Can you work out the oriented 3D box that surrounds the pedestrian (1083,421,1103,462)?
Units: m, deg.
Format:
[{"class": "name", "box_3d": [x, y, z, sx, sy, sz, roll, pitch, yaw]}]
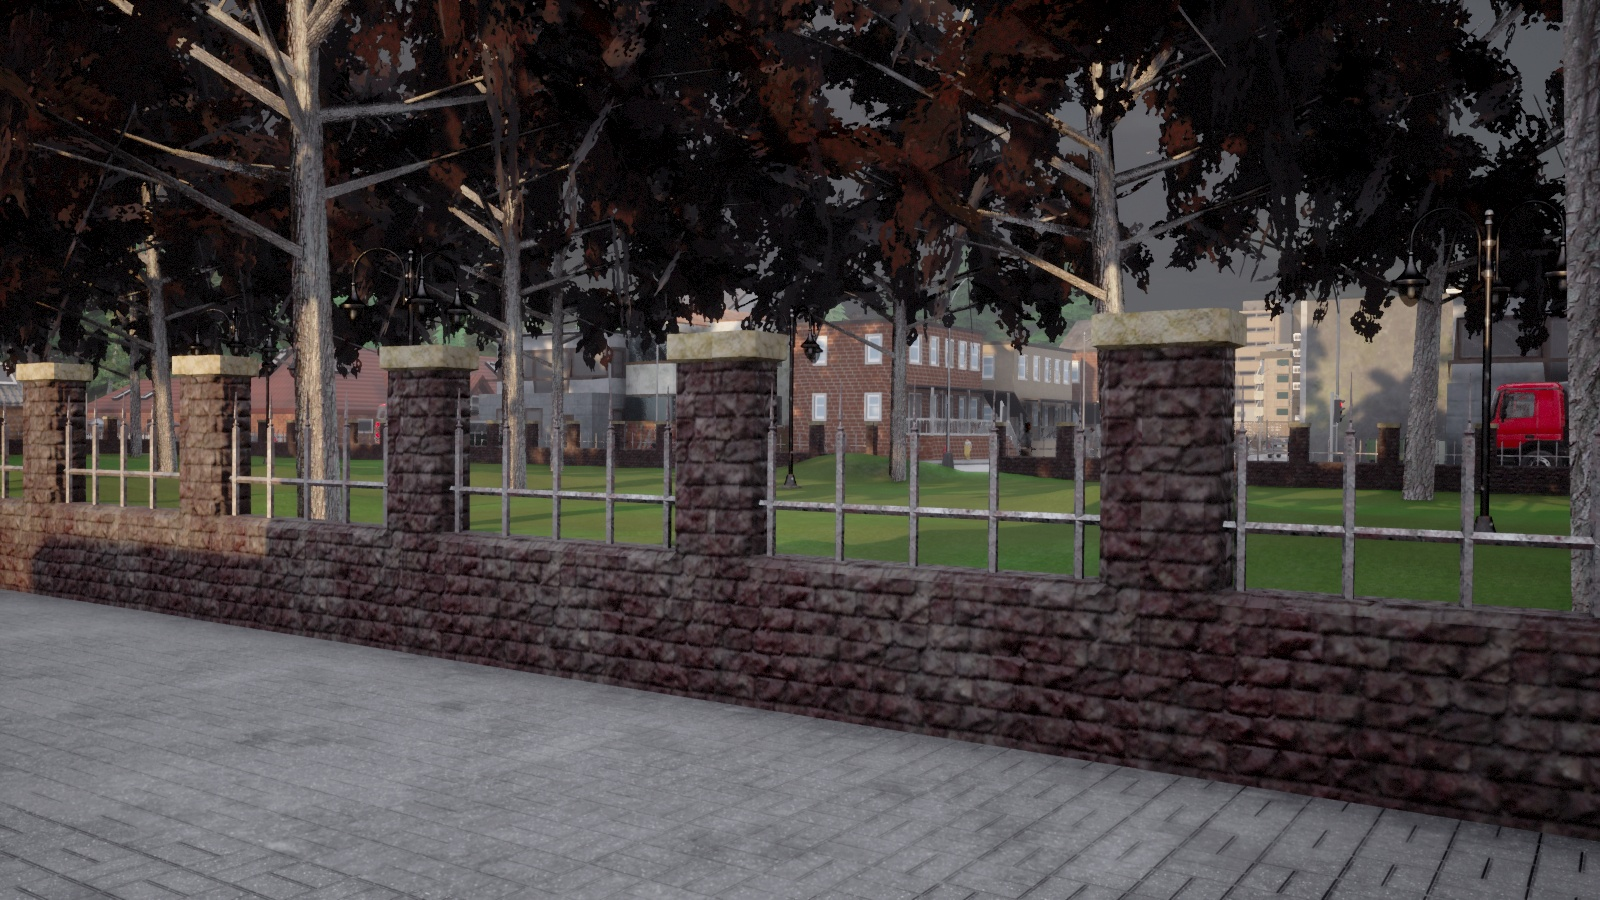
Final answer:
[{"class": "pedestrian", "box_3d": [14.009, -0.426, 60.084, 0.873, 1.952, 0.659, 0, 1, 7]}]

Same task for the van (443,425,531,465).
[{"class": "van", "box_3d": [-16.087, -0.249, 64.518, 4.442, 1.987, 1.775, 0, 1, 33]}]

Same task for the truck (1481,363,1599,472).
[{"class": "truck", "box_3d": [26.780, -1.050, 40.767, 7.936, 3.462, 2.891, 0, 1, 34]}]

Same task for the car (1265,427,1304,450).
[{"class": "car", "box_3d": [34.099, -0.804, 88.297, 1.789, 1.549, 3.705, 0, 1, 34]}]

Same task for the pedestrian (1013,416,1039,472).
[{"class": "pedestrian", "box_3d": [7.611, -0.205, 42.306, 0.694, 1.848, 0.540, 0, 1, 34]}]

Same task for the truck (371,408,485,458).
[{"class": "truck", "box_3d": [-27.253, -1.265, 92.395, 2.891, 3.462, 7.936, 0, 1, 34]}]
